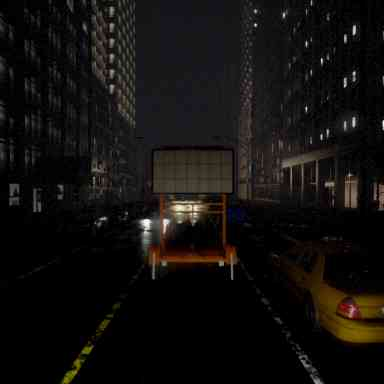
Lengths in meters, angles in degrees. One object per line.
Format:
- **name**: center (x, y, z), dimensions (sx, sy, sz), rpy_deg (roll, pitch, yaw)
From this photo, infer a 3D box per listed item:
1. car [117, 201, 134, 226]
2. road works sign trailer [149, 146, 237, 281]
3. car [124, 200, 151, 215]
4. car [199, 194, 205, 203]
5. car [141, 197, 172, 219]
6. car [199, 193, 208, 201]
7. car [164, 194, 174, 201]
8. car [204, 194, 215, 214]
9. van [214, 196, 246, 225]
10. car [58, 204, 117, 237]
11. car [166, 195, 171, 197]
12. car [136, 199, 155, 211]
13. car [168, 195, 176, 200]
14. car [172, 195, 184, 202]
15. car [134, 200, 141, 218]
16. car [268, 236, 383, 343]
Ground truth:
- **car**: center (-5.649, 1.560, 23.499), dimensions (1.947, 1.339, 4.313), rpy_deg (-1, 0, 0)
- **road works sign trailer**: center (0.025, 0.462, 9.840), dimensions (2.380, 3.560, 2.880), rpy_deg (0, 0, 0)
- **car**: center (-5.626, 1.543, 34.866), dimensions (2.008, 1.369, 4.403), rpy_deg (-1, 0, 0)
- **car**: center (2.814, 1.536, 63.267), dimensions (2.008, 1.369, 4.403), rpy_deg (-1, 0, 0)
- **car**: center (-3.039, 1.498, 29.444), dimensions (1.837, 1.490, 4.892), rpy_deg (0, 0, 0)
- **car**: center (2.858, 1.293, 86.002), dimensions (2.192, 1.841, 5.009), rpy_deg (-1, 0, 0)
- **car**: center (-5.532, 1.420, 80.335), dimensions (1.967, 1.590, 4.097), rpy_deg (-1, 0, 0)
- **car**: center (2.752, 1.307, 34.849), dimensions (2.192, 1.841, 5.009), rpy_deg (-1, 0, 0)
- **van**: center (2.729, 1.336, 23.481), dimensions (1.690, 1.788, 3.998), rpy_deg (-1, 0, 0)
- **car**: center (-5.661, 1.547, 17.815), dimensions (2.008, 1.369, 4.403), rpy_deg (-1, 0, 0)
- **car**: center (-5.567, 1.536, 63.284), dimensions (2.008, 1.369, 4.403), rpy_deg (-1, 0, 0)
- **car**: center (-5.614, 1.573, 40.550), dimensions (1.802, 1.307, 4.206), rpy_deg (-1, 0, 0)
- **car**: center (-5.508, 1.502, 91.533), dimensions (1.752, 1.417, 4.829), rpy_deg (-1, 0, 0)
- **car**: center (-2.846, 1.487, 74.338), dimensions (1.837, 1.490, 4.892), rpy_deg (0, 0, 0)
- **car**: center (-5.637, 1.538, 29.183), dimensions (1.887, 1.381, 4.507), rpy_deg (-1, 0, 0)
- **car**: center (2.696, 1.524, 6.600), dimensions (1.752, 1.417, 4.829), rpy_deg (-1, 0, 0)
